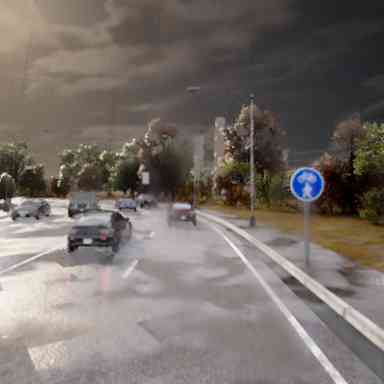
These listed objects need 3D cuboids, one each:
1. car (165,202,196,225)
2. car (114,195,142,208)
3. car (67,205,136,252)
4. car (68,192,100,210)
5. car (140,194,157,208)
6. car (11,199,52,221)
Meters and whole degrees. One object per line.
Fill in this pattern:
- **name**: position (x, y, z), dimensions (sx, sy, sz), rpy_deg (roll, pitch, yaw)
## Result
- **car**: position (-0.812, 1.377, 22.547), dimensions (1.812, 1.442, 4.674), rpy_deg (0, 1, -7)
- **car**: position (-7.000, 1.263, 34.803), dimensions (2.033, 1.411, 5.357), rpy_deg (0, 1, -18)
- **car**: position (-3.592, 1.461, 13.478), dimensions (1.812, 1.442, 4.674), rpy_deg (0, 1, -2)
- **car**: position (-8.908, 0.996, 27.780), dimensions (2.150, 2.045, 5.566), rpy_deg (0, 1, -13)
- **car**: position (-5.773, 1.025, 40.966), dimensions (2.097, 1.767, 4.553), rpy_deg (0, 0, -22)
- **car**: position (-12.006, 1.282, 25.145), dimensions (2.128, 1.511, 4.902), rpy_deg (0, 1, -11)
